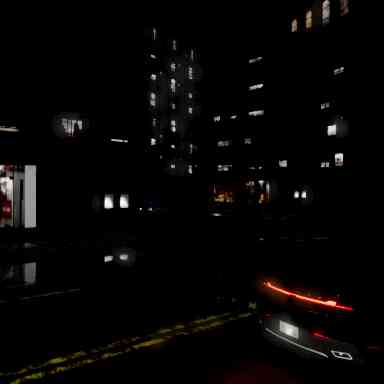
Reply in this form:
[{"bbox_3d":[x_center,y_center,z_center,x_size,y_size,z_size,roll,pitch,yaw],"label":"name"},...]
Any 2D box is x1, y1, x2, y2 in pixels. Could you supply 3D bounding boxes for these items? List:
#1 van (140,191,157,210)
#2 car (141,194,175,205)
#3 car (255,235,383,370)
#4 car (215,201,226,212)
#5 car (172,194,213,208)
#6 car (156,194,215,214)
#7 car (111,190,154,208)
[{"bbox_3d":[-5.021,0.817,32.546,3.998,1.788,1.690,1,0,37],"label":"van"},{"bbox_3d":[-4.373,0.961,42.543,4.206,1.307,1.802,1,0,37],"label":"car"},{"bbox_3d":[3.230,1.507,5.617,4.892,1.490,1.837,0,0,-35],"label":"car"},{"bbox_3d":[0.846,1.066,31.346,5.008,1.535,1.882,1,1,37],"label":"car"},{"bbox_3d":[0.041,1.041,39.219,4.403,1.369,2.008,1,0,37],"label":"car"},{"bbox_3d":[-0.614,1.138,29.221,4.403,1.369,2.008,1,0,37],"label":"car"},{"bbox_3d":[-6.625,0.753,36.977,4.553,1.767,2.097,1,1,37],"label":"car"}]
